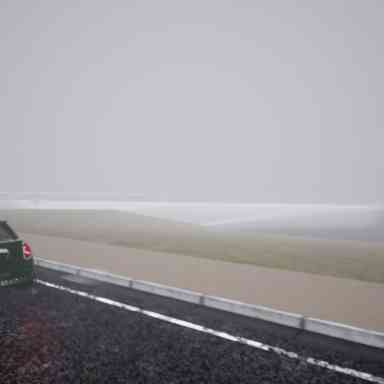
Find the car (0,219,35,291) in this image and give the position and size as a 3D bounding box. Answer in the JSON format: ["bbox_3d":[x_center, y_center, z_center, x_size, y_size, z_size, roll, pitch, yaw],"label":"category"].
[{"bbox_3d":[-5.706,1.327,7.760,4.553,1.767,2.097,0,0,36],"label":"car"}]
